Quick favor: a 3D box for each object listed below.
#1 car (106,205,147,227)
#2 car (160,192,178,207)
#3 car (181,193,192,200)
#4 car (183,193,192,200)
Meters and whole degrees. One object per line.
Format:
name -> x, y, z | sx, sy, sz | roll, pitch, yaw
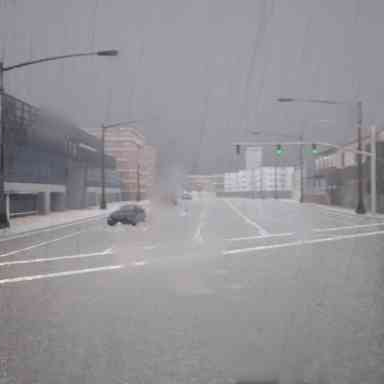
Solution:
car -> -4.504, 1.635, 23.883 | 2.033, 1.411, 5.357 | -1, 0, 3
car -> -3.213, 1.004, 47.597 | 2.150, 2.045, 5.566 | 0, 2, 3
car -> -1.583, 1.176, 77.601 | 2.128, 1.511, 4.902 | 0, -1, 3
car -> -1.184, 1.154, 84.954 | 2.097, 1.767, 4.553 | 0, -1, 3
